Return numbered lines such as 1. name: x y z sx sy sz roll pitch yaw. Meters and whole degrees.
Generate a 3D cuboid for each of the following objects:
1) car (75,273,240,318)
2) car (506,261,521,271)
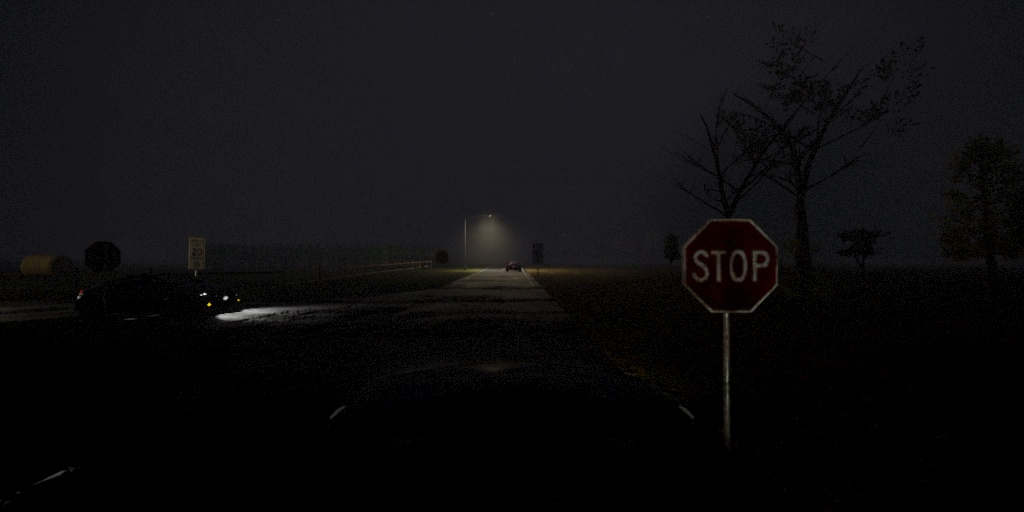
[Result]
1. car: -11.983 1.287 12.343 4.181 1.385 1.994 0 -1 -5
2. car: 0.213 1.311 48.666 1.994 1.385 4.181 0 0 0
